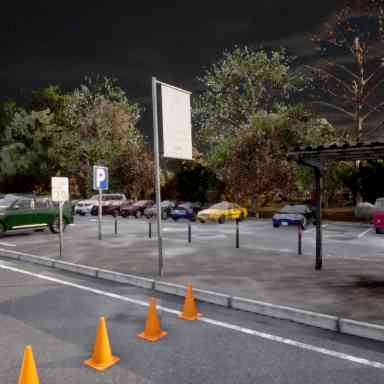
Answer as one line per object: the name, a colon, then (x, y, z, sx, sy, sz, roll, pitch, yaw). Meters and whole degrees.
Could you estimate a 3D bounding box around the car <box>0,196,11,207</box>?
car: (-29.226, 1.333, 47.823, 1.946, 1.575, 5.366, 1, 0, 35)

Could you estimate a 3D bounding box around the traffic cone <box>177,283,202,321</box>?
traffic cone: (-0.042, 1.957, 6.036, 0.340, 0.580, 0.340, 0, 0, 36)

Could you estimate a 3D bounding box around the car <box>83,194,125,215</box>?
car: (-8.907, 1.212, 33.278, 2.435, 2.045, 5.566, 0, 0, 35)

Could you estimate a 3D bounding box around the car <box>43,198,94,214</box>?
car: (-13.436, 1.455, 36.490, 2.097, 1.535, 5.008, 0, 0, 35)

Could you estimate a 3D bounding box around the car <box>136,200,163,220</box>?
car: (-2.074, 1.473, 28.518, 2.231, 1.521, 4.892, 0, 0, 35)

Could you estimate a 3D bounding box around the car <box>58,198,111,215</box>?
car: (-11.164, 1.461, 34.892, 2.231, 1.521, 4.892, 0, 0, 35)

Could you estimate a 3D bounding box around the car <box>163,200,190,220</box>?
car: (0.209, 1.505, 26.941, 2.163, 1.488, 4.792, 0, 0, 35)

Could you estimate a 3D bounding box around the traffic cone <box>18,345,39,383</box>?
traffic cone: (-1.767, 1.957, 3.587, 0.340, 0.580, 0.340, 0, 0, 35)

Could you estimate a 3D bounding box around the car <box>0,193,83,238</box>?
car: (-8.904, 1.221, 17.289, 2.435, 2.045, 5.566, 0, 0, 35)

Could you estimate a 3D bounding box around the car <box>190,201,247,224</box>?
car: (2.356, 1.475, 25.169, 1.946, 1.575, 5.366, 0, 0, 35)

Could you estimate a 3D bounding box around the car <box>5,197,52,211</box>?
car: (-20.233, 1.452, 41.310, 2.163, 1.488, 4.792, 0, 0, 35)

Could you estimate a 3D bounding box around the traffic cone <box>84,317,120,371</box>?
traffic cone: (-1.192, 1.957, 4.404, 0.340, 0.580, 0.340, 0, 0, 35)

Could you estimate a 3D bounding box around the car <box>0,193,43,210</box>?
car: (-22.535, 1.153, 42.857, 2.435, 2.045, 5.566, 0, 0, 35)

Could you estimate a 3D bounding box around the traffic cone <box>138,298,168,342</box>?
traffic cone: (-0.617, 1.957, 5.220, 0.340, 0.580, 0.340, 0, 0, 35)

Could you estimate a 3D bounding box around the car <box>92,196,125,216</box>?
car: (-6.617, 1.466, 31.710, 2.097, 1.535, 5.008, 0, 0, 35)

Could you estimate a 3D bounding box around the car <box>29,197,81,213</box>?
car: (-15.599, 1.444, 38.243, 1.946, 1.575, 5.366, 0, 0, 35)

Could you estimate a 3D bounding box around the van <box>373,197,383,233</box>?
van: (11.613, 1.264, 19.032, 1.878, 1.987, 4.442, 0, 0, 35)

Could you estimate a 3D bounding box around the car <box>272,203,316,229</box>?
car: (6.989, 1.513, 22.105, 2.163, 1.488, 4.792, 0, 0, 35)

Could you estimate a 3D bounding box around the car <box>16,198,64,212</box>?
car: (-17.990, 1.469, 39.661, 2.163, 1.488, 4.792, 0, 0, 35)

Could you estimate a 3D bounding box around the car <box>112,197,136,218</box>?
car: (-4.345, 1.469, 30.113, 2.097, 1.535, 5.008, 0, 0, 35)
